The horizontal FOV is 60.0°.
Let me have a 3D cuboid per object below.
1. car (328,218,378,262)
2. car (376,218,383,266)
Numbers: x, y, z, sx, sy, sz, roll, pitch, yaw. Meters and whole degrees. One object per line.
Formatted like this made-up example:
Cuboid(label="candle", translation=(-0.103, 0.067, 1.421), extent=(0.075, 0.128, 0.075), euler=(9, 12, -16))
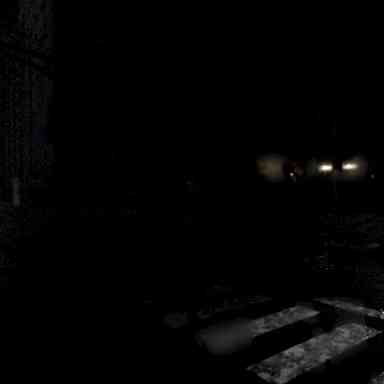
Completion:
Cuboid(label="car", translation=(6.371, 1.555, 11.292), extent=(4.206, 1.307, 1.802), euler=(0, 0, -36))
Cuboid(label="car", translation=(7.194, 1.428, 8.647), extent=(4.902, 1.511, 2.128), euler=(0, -1, -34))
